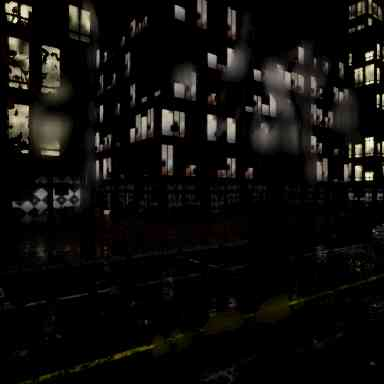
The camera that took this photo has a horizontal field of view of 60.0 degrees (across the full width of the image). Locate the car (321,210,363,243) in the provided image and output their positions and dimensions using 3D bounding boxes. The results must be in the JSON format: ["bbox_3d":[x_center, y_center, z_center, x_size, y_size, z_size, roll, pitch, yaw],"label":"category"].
[{"bbox_3d":[8.140,1.563,16.226,4.313,1.339,1.947,0,0,-36],"label":"car"}]

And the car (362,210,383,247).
[{"bbox_3d":[9.297,1.523,13.856,4.674,1.442,1.812,0,0,-36],"label":"car"}]
